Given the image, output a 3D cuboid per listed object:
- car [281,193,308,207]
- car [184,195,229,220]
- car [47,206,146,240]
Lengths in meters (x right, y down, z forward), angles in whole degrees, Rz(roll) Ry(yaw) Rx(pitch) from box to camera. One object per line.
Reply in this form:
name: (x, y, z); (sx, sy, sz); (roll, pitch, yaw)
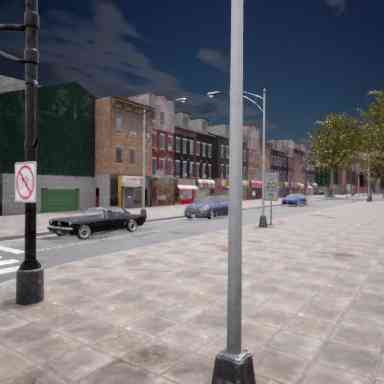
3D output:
car: (12.294, 0.922, 39.704); (1.882, 1.535, 5.008); (1, 1, 36)
car: (1.388, 1.023, 24.491); (2.097, 1.767, 4.553); (1, 1, 36)
car: (-4.503, 1.408, 16.245); (1.895, 1.301, 4.718); (1, 1, 35)
